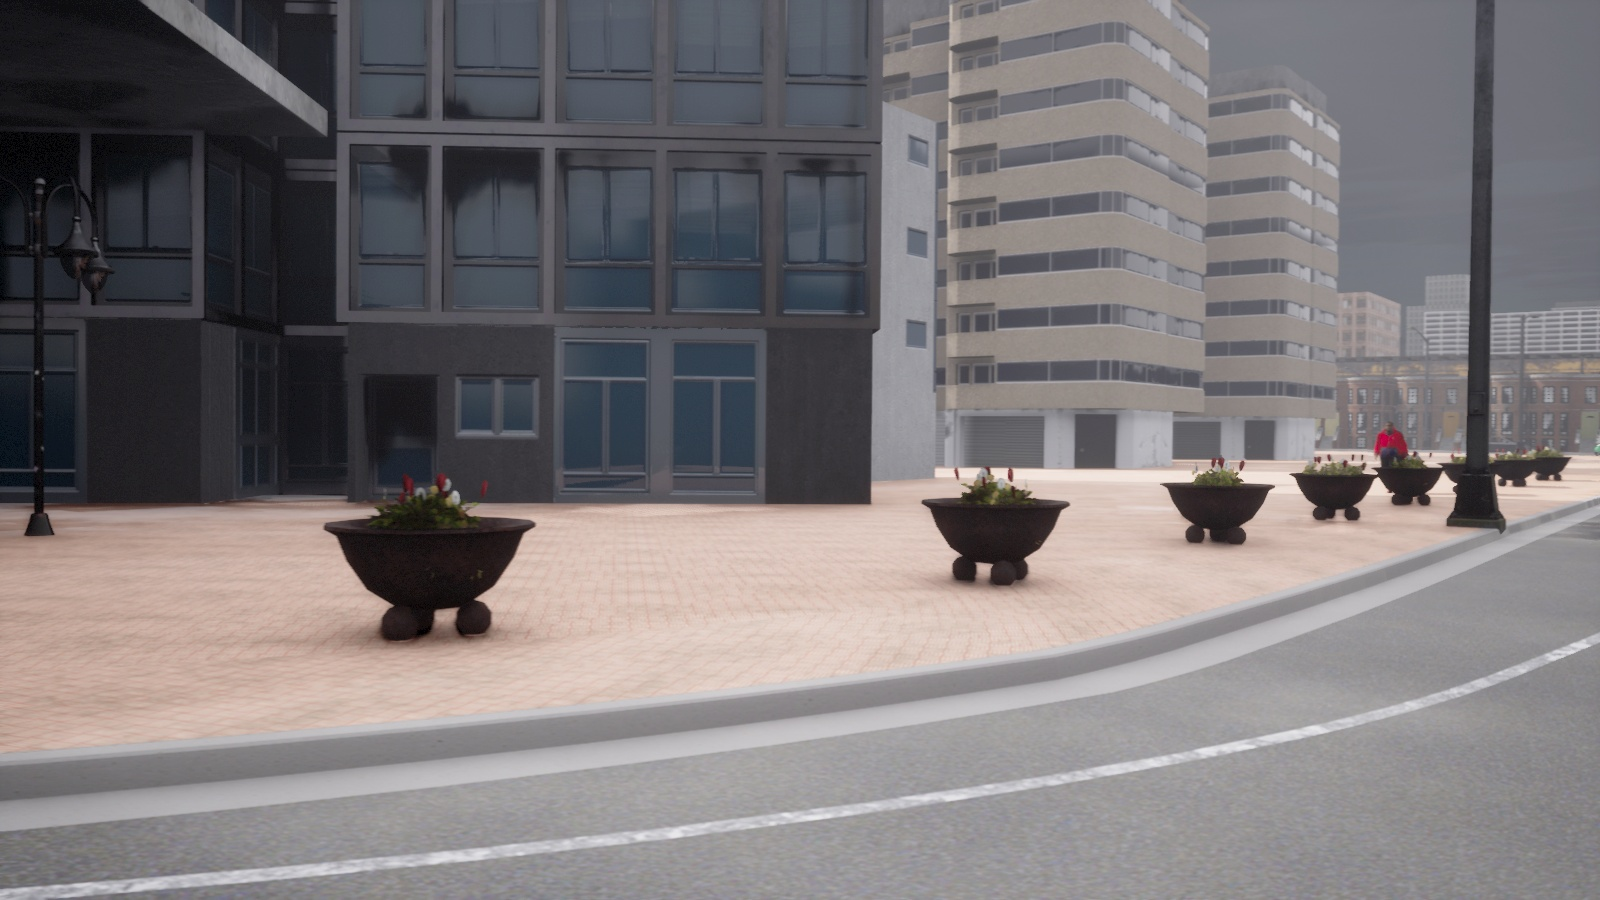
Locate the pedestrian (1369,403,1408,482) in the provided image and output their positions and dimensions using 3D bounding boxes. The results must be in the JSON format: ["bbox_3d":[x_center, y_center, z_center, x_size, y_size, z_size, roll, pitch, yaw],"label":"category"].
[{"bbox_3d":[14.105,-0.184,30.091,0.634,1.844,0.899,0,1,39],"label":"pedestrian"}]
